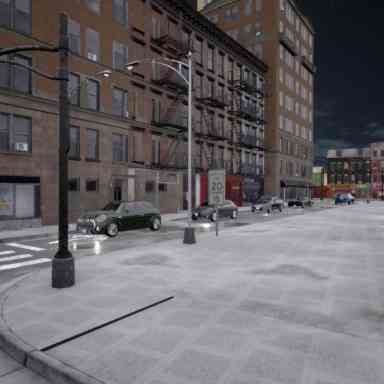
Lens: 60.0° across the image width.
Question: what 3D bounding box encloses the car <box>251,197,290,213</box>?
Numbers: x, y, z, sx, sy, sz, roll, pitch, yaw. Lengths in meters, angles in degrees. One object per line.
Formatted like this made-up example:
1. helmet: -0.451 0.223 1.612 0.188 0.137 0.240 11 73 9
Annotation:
1. car: 7.525 1.222 32.869 2.128 1.511 4.902 0 1 36

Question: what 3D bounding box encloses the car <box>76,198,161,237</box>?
1. car: -3.699 1.218 17.308 2.097 1.767 4.553 0 1 37

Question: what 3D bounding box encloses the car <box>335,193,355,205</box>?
1. car: 22.840 0.954 49.563 2.097 1.767 4.553 0 1 36

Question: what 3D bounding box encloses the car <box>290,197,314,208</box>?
1. car: 13.396 1.268 40.970 1.895 1.301 4.718 0 1 36

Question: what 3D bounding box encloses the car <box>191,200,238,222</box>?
1. car: 1.706 1.304 24.781 1.837 1.490 4.892 0 1 36
